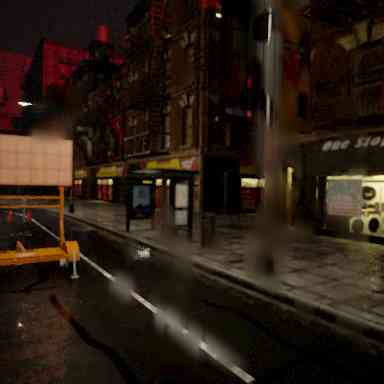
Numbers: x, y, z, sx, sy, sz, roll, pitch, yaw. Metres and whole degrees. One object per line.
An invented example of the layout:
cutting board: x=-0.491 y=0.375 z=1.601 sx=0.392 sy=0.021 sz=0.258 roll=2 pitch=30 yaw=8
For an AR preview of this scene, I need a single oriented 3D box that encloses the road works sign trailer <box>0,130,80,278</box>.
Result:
road works sign trailer: x=-4.378 y=0.251 z=8.662 sx=2.380 sy=3.560 sz=2.880 roll=0 pitch=1 yaw=-32
